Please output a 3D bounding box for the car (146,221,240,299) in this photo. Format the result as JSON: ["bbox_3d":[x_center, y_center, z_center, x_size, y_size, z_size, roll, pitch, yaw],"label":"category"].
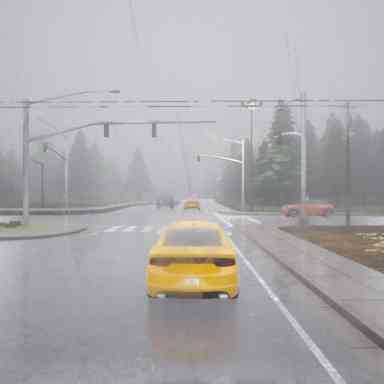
[{"bbox_3d":[0.049,1.474,8.513,1.882,1.535,5.008,0,0,1],"label":"car"}]

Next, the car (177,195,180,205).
[{"bbox_3d":[-3.537,1.352,55.952,2.097,1.767,4.553,0,0,0],"label":"car"}]

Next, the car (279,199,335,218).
[{"bbox_3d":[10.139,1.379,29.578,4.553,1.767,2.097,0,0,1],"label":"car"}]

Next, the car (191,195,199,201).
[{"bbox_3d":[0.701,1.442,83.129,1.837,1.490,4.892,0,0,2],"label":"car"}]

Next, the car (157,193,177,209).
[{"bbox_3d":[-3.592,1.221,45.658,2.150,2.045,5.566,0,0,-1],"label":"car"}]

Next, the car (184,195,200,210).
[{"bbox_3d":[0.020,1.478,42.176,1.882,1.535,5.008,0,0,0],"label":"car"}]

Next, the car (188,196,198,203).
[{"bbox_3d":[0.302,1.537,72.736,2.033,1.411,5.357,0,0,2],"label":"car"}]
